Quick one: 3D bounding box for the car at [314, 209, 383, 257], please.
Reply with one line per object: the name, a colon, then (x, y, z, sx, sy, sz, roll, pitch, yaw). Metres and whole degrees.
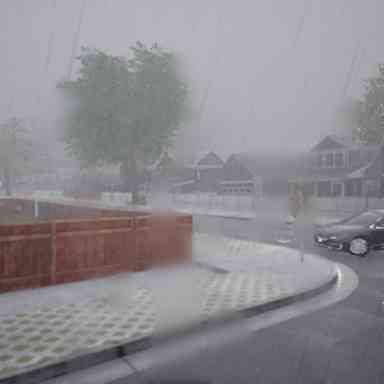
car: (7.035, 1.425, 12.435, 4.892, 1.490, 1.837, -2, 2, -10)
